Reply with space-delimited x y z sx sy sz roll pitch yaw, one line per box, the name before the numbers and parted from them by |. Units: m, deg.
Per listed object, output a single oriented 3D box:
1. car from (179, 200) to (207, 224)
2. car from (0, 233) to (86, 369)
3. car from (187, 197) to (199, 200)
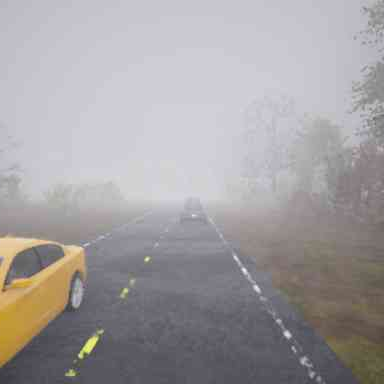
car | 0.106 1.574 24.713 1.994 1.385 4.181 0 0 0
car | -3.100 1.480 4.856 1.882 1.535 5.008 0 0 0
car | 0.112 1.368 42.256 2.097 1.767 4.553 0 0 0
